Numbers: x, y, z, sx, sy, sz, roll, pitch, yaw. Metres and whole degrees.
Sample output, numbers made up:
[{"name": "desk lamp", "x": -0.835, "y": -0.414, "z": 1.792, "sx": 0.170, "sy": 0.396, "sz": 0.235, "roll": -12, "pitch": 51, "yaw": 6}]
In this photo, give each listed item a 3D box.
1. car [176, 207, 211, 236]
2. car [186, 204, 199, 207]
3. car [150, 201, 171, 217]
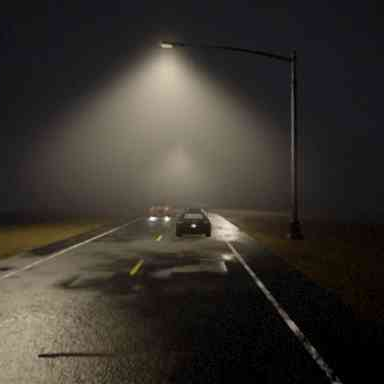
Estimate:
[{"name": "car", "x": 0.097, "y": 1.841, "z": 20.176, "sx": 1.994, "sy": 1.385, "sz": 4.181, "roll": 0, "pitch": -1, "yaw": 0}, {"name": "car", "x": 0.095, "y": 2.183, "z": 42.612, "sx": 1.895, "sy": 1.301, "sz": 4.718, "roll": 0, "pitch": -1, "yaw": 0}, {"name": "car", "x": -3.595, "y": 1.875, "z": 38.260, "sx": 2.097, "sy": 1.767, "sz": 4.553, "roll": 0, "pitch": -1, "yaw": 0}]
